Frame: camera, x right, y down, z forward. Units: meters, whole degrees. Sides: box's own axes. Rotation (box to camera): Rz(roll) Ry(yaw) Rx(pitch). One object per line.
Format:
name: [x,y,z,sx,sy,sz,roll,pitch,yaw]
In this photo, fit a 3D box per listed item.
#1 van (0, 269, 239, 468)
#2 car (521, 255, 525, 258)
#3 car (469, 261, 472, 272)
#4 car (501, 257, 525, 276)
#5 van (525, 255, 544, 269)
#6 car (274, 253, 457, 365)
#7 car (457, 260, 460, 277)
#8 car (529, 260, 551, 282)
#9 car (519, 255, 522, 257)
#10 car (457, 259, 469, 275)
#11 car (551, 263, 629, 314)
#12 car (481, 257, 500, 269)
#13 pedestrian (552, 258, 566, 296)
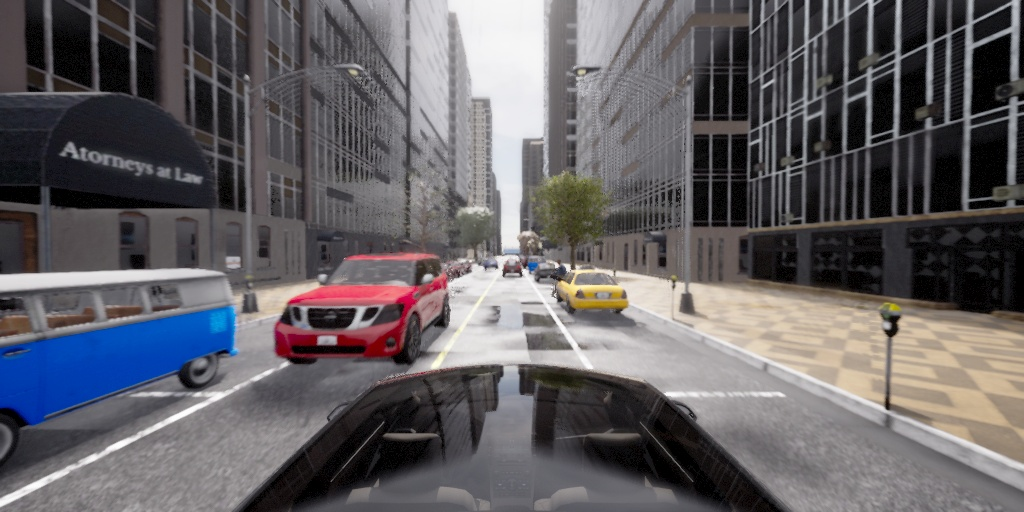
van: [-5.317,1.079,4.195,1.690,1.789,3.998,0,0,0]
car: [2.557,0.839,49.416,2.192,1.841,5.009,0,0,0]
car: [-5.322,1.017,38.087,1.967,1.591,4.097,0,0,0]
car: [0.042,1.121,33.975,1.812,1.442,4.674,0,0,0]
van: [2.559,0.917,38.119,1.690,1.789,3.998,0,0,0]
car: [-2.851,0.940,8.291,2.150,2.045,5.566,0,0,0]
car: [-5.320,1.211,26.790,1.802,1.307,4.207,0,0,0]
car: [2.561,1.179,26.822,2.007,1.370,4.403,0,0,0]
car: [0.038,1.010,47.627,1.882,1.535,5.008,0,0,0]
car: [-5.323,1.148,32.439,1.888,1.381,4.507,0,0,0]
car: [2.748,1.149,13.394,1.801,1.575,5.366,0,0,0]
car: [-2.834,1.051,49.369,1.812,1.442,4.674,0,0,0]
pedestrian: [2.172,0.973,16.375,0.375,1.860,0.375,-1,1,0]
